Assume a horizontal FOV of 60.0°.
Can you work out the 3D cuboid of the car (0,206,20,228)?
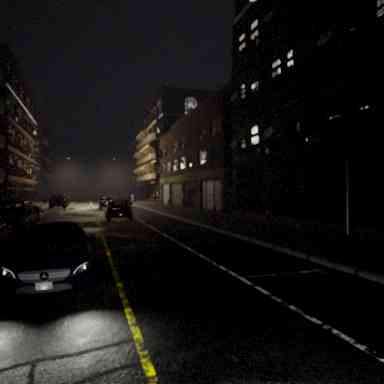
[{"bbox_3d":[-6.813,1.409,10.110,1.967,1.590,4.097,0,0,-18],"label":"car"}]

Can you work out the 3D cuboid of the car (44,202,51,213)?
[{"bbox_3d":[-10.208,1.505,20.860,1.802,1.307,4.206,0,0,-18],"label":"car"}]

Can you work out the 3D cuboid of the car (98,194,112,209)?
[{"bbox_3d":[-10.469,1.366,40.807,2.033,1.411,5.357,0,0,-17],"label":"car"}]

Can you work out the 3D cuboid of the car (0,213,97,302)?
[{"bbox_3d":[-3.468,1.492,8.455,1.812,1.442,4.674,0,0,-17],"label":"car"}]

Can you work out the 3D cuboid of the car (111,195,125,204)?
[{"bbox_3d":[-12.402,1.289,55.627,1.887,1.381,4.507,0,0,-18],"label":"car"}]

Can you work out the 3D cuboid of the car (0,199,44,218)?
[{"bbox_3d":[-8.510,1.261,15.485,2.192,1.841,5.009,0,0,-18],"label":"car"}]

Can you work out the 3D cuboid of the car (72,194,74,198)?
[{"bbox_3d":[-20.394,1.328,53.108,1.887,1.381,4.507,0,0,-18],"label":"car"}]

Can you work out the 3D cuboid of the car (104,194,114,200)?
[{"bbox_3d":[-19.192,1.200,77.125,2.008,1.369,4.403,0,0,-18],"label":"car"}]

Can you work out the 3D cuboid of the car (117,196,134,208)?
[{"bbox_3d":[-9.058,1.316,45.040,1.752,1.417,4.829,0,0,-18],"label":"car"}]

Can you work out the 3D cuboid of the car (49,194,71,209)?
[{"bbox_3d":[-16.998,1.145,42.357,2.192,1.841,5.009,0,0,-18],"label":"car"}]

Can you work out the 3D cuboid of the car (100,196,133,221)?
[{"bbox_3d":[-5.746,1.376,25.836,2.128,1.511,4.902,0,0,-17],"label":"car"}]
